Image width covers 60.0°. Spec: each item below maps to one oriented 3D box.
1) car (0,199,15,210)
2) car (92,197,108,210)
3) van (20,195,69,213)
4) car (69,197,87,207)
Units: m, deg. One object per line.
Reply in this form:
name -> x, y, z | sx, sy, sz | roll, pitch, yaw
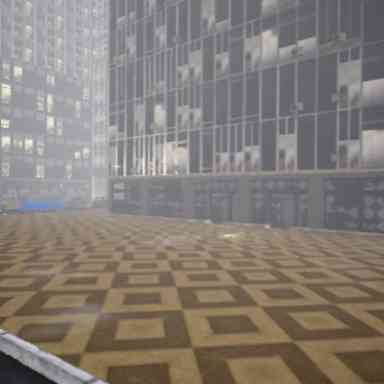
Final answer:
car -> -22.003, 1.272, 36.249 | 1.752, 1.417, 4.829 | 1, 0, 38
car -> -9.651, 1.259, 39.169 | 1.967, 1.590, 4.097 | 1, 0, 38
van -> -14.610, 1.153, 32.538 | 1.690, 1.788, 3.998 | 1, 0, 38
car -> -15.898, 1.339, 43.974 | 1.802, 1.307, 4.206 | 1, 0, 38
